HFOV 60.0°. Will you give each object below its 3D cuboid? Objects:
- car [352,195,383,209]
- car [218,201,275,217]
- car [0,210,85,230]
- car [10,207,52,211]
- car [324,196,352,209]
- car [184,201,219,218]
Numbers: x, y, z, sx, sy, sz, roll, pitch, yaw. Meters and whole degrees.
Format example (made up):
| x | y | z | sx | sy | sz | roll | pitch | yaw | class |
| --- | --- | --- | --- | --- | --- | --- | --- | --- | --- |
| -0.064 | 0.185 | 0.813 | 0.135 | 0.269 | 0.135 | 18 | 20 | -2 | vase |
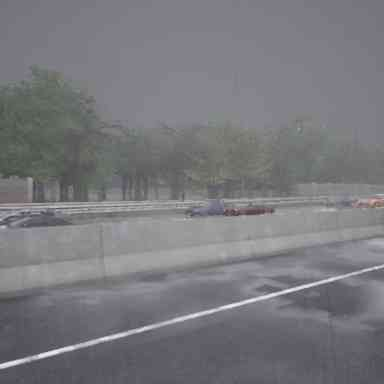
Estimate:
| x | y | z | sx | sy | sz | roll | pitch | yaw | class |
| --- | --- | --- | --- | --- | --- | --- | --- | --- | --- |
| 22.256 | 1.130 | 40.798 | 4.553 | 1.767 | 2.097 | -1 | 0 | -35 | car |
| 4.909 | 1.568 | 28.658 | 4.718 | 1.301 | 1.895 | 0 | 0 | -35 | car |
| -6.002 | 1.561 | 12.588 | 4.181 | 1.385 | 1.994 | 0 | 0 | -35 | car |
| -7.912 | 1.487 | 15.525 | 4.902 | 1.511 | 2.128 | 0 | 0 | -35 | car |
| 19.063 | 1.303 | 42.826 | 4.892 | 1.490 | 1.837 | -1 | 0 | -35 | car |
| 1.867 | 1.523 | 30.047 | 5.357 | 1.411 | 2.033 | 0 | 0 | -38 | car |
